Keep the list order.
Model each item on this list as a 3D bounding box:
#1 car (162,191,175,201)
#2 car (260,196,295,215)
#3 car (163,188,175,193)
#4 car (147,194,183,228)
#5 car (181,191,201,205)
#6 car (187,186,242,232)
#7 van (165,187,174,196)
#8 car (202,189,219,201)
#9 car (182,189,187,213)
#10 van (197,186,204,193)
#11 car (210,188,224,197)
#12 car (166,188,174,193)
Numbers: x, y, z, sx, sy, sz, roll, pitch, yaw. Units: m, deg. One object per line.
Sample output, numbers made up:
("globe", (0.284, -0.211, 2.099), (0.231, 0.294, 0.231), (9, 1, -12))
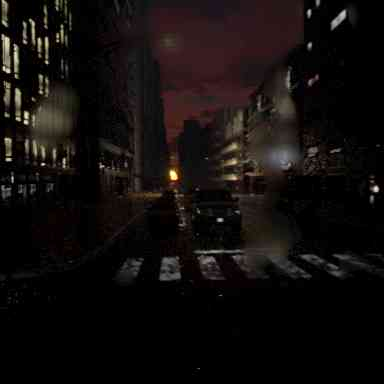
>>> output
("car", (-3.326, 0.506, 47.219), (1.802, 1.307, 4.206), (-1, 1, -3))
("car", (6.392, 0.943, 25.147), (2.008, 1.369, 4.403), (-1, 1, -3))
("car", (-2.988, 0.596, 41.575), (1.887, 1.381, 4.507), (-1, 1, -3))
("car", (-1.624, 1.093, 18.833), (1.752, 1.417, 4.829), (-1, 1, -3))
("car", (-0.171, 0.664, 38.279), (2.033, 1.411, 5.357), (0, 1, -3))
("car", (1.072, 0.814, 17.291), (2.150, 2.045, 5.566), (0, 1, -3))
("van", (-4.346, -0.119, 64.143), (1.690, 1.788, 3.998), (-1, 1, -3))
("car", (2.509, 0.387, 46.866), (1.882, 1.535, 5.008), (0, 1, -3))
("car", (0.453, 0.576, 27.749), (2.150, 2.045, 5.566), (0, 1, -4))
("van", (2.325, -0.800, 92.860), (1.690, 1.788, 3.998), (-1, 1, -3))
("car", (4.359, 0.065, 59.003), (1.967, 1.590, 4.097), (-1, 1, -3))
("car", (-5.696, -0.419, 86.720), (2.008, 1.369, 4.403), (-1, 1, -3))
